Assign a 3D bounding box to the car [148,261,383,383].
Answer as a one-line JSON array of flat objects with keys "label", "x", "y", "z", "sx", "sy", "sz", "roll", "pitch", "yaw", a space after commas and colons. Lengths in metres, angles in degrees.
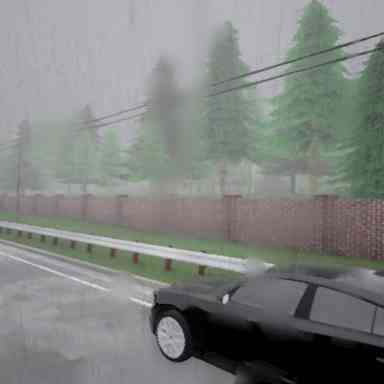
[{"label": "car", "x": 1.506, "y": 1.649, "z": 4.269, "sx": 5.008, "sy": 1.535, "sz": 1.882, "roll": 0, "pitch": -2, "yaw": 43}]
